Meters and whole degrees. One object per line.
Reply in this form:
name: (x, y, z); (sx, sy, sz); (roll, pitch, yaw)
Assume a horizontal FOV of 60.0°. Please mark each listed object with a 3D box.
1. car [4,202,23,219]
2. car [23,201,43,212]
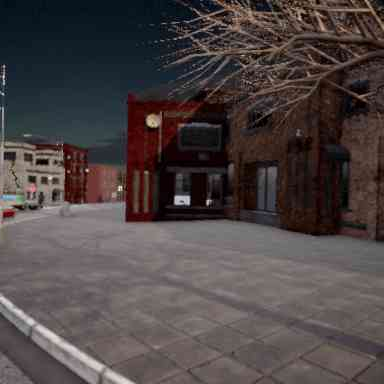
car: (-16.170, 1.729, 27.628); (1.895, 1.301, 4.718); (1, -1, -8)
car: (-20.368, 1.808, 41.035); (1.895, 1.301, 4.718); (1, -1, 2)
